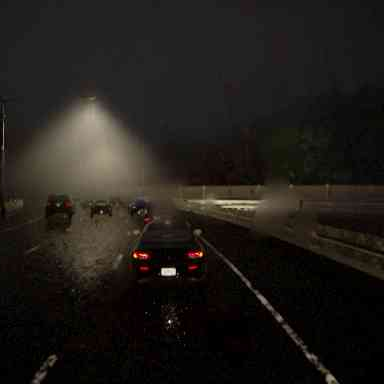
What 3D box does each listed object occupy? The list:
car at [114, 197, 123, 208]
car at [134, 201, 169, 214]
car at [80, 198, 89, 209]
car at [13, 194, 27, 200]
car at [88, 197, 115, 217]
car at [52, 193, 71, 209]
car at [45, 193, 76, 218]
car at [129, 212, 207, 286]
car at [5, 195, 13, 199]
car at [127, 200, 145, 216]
[{"bbox_3d":[-11.060,1.466,47.304,1.837,1.490,4.892,0,0,-24],"label":"car"},{"bbox_3d":[-2.300,1.529,20.545,2.033,1.411,5.357,0,0,-11],"label":"car"},{"bbox_3d":[-14.223,1.527,45.805,1.994,1.385,4.181,0,0,-24],"label":"car"},{"bbox_3d":[-44.678,1.296,84.587,4.892,1.490,1.837,0,0,37],"label":"car"},{"bbox_3d":[-8.531,1.478,31.187,1.837,1.490,4.892,0,0,-16],"label":"car"},{"bbox_3d":[-17.920,1.188,45.491,2.150,2.045,5.566,0,0,-25],"label":"car"},{"bbox_3d":[-11.741,1.195,29.879,2.150,2.045,5.566,0,0,-16],"label":"car"},{"bbox_3d":[-0.681,1.517,9.321,1.812,1.442,4.674,0,0,-5],"label":"car"},{"bbox_3d":[-46.864,1.326,81.853,4.902,1.511,2.128,0,0,37],"label":"car"},{"bbox_3d":[-5.123,1.497,31.966,1.812,1.442,4.674,0,0,-16],"label":"car"}]
